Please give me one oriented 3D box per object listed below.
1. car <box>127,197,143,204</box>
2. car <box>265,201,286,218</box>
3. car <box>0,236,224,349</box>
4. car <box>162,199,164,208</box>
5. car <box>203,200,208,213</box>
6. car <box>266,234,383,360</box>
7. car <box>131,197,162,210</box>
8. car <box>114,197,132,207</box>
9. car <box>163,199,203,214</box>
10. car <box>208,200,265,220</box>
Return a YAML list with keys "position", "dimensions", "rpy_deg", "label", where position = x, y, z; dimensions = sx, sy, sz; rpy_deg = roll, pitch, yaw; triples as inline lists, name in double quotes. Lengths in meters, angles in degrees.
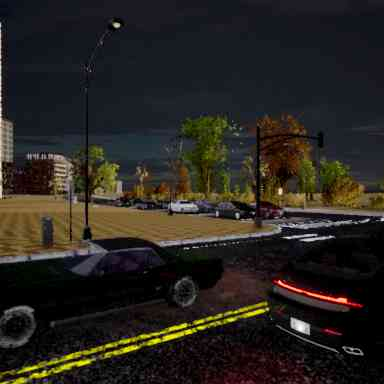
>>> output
- position: [-11.898, 1.673, 68.779]
  dimensions: [1.994, 1.385, 4.181]
  rpy_deg: [0, 0, -29]
  label: "car"
- position: [6.555, 1.567, 30.826]
  dimensions: [1.812, 1.442, 4.674]
  rpy_deg: [0, 0, -30]
  label: "car"
- position: [-1.762, 1.600, 6.372]
  dimensions: [4.718, 1.301, 1.895]
  rpy_deg: [0, 0, -35]
  label: "car"
- position: [-3.691, 1.650, 47.627]
  dimensions: [1.994, 1.385, 4.181]
  rpy_deg: [0, 0, -30]
  label: "car"
- position: [1.468, 1.612, 39.087]
  dimensions: [2.033, 1.411, 5.357]
  rpy_deg: [0, 0, -32]
  label: "car"
- position: [3.415, 1.503, 5.708]
  dimensions: [4.892, 1.490, 1.837]
  rpy_deg: [0, 0, -34]
  label: "car"
- position: [-6.234, 1.662, 45.509]
  dimensions: [1.994, 1.385, 4.181]
  rpy_deg: [0, 0, -31]
  label: "car"
- position: [-11.284, 1.621, 54.175]
  dimensions: [1.837, 1.490, 4.892]
  rpy_deg: [0, 0, -29]
  label: "car"
- position: [-1.049, 1.602, 36.979]
  dimensions: [1.812, 1.442, 4.674]
  rpy_deg: [0, 0, -31]
  label: "car"
- position: [3.754, 1.559, 29.192]
  dimensions: [1.837, 1.490, 4.892]
  rpy_deg: [0, 0, -32]
  label: "car"
